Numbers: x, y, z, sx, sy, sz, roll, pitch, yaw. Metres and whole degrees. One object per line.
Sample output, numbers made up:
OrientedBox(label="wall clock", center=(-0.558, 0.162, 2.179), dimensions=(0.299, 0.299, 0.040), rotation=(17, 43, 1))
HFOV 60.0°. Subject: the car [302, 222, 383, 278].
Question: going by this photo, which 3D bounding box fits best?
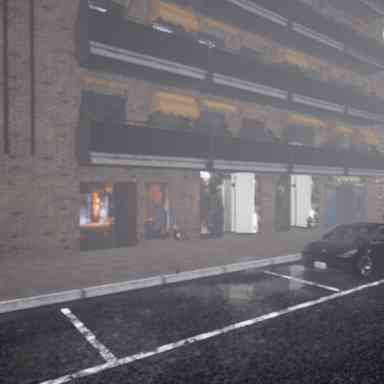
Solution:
OrientedBox(label="car", center=(5.269, 1.634, 10.325), dimensions=(4.313, 1.339, 1.947), rotation=(0, -1, -35))
